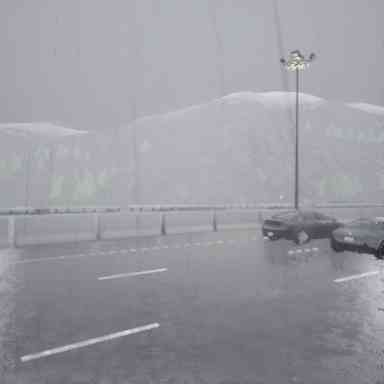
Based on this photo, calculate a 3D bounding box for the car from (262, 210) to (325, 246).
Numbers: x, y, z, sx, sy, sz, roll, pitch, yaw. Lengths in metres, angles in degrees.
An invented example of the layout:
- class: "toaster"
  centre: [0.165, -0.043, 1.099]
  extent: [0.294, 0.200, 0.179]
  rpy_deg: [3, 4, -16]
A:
- class: "car"
  centre: [5.556, 1.623, 15.981]
  extent: [4.892, 1.490, 1.837]
  rpy_deg: [0, 0, -31]

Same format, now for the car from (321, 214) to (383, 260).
- class: "car"
  centre: [7.362, 1.681, 12.982]
  extent: [4.181, 1.385, 1.994]
  rpy_deg: [1, 0, -31]
